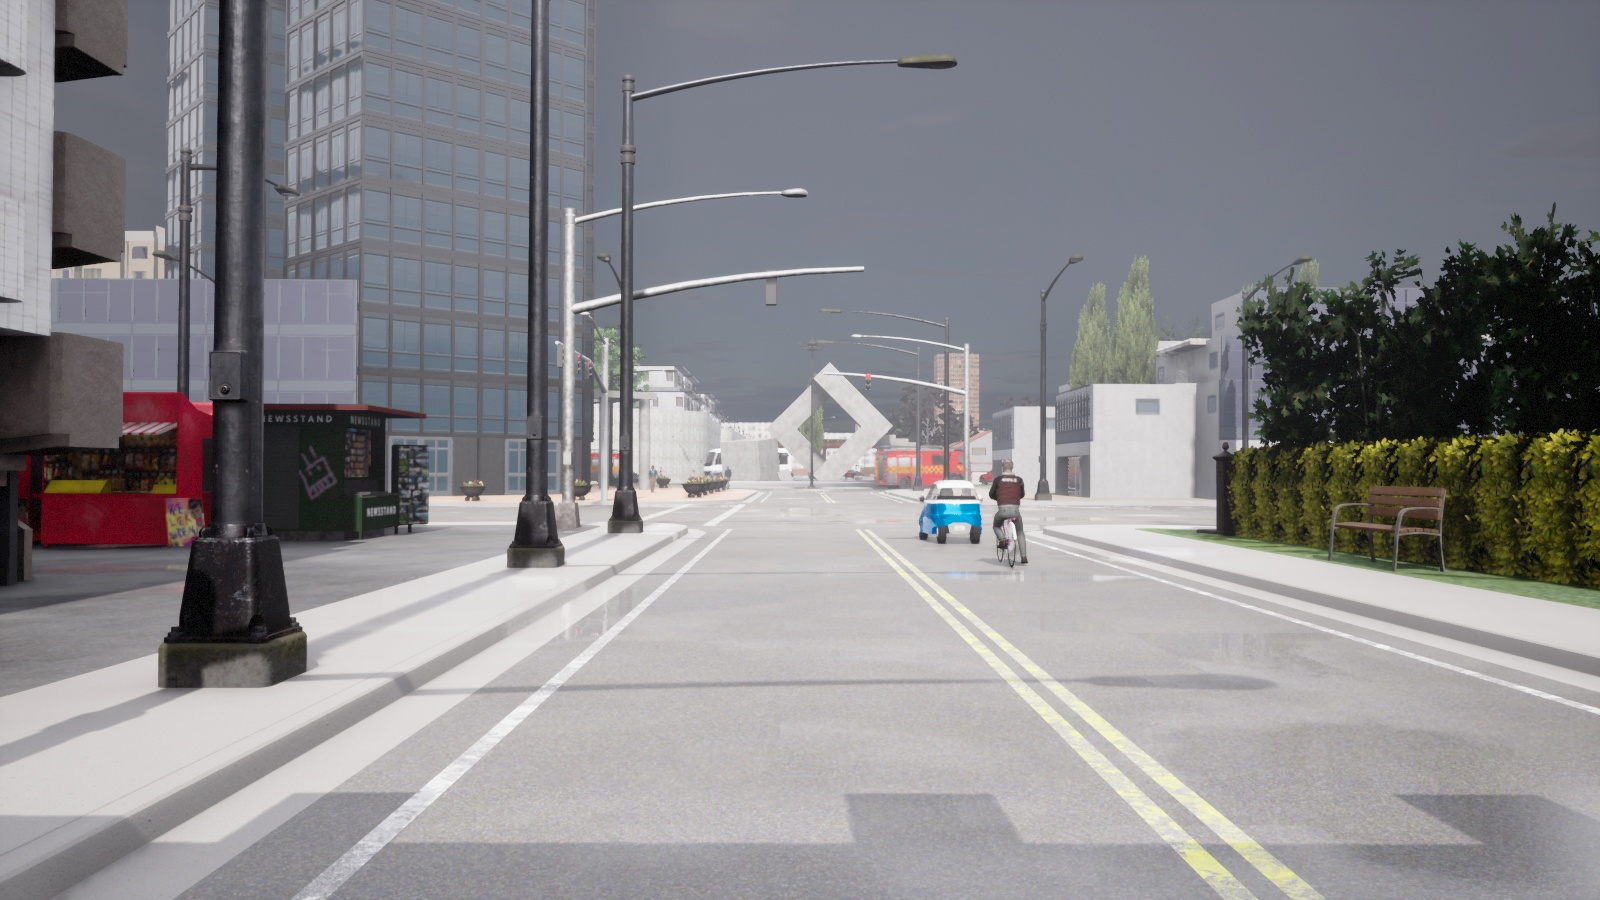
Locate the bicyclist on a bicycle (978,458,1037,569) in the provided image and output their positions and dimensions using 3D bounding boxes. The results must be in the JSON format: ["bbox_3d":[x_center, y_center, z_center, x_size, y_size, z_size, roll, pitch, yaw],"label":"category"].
[{"bbox_3d":[3.446,1.023,21.000,0.659,1.776,1.843,0,-1,0],"label":"bicyclist on a bicycle"}]

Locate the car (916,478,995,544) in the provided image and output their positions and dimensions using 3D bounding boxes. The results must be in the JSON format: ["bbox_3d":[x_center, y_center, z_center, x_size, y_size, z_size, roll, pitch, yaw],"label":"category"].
[{"bbox_3d":[3.429,1.324,27.981,1.481,1.376,2.207,0,-1,0],"label":"car"}]
